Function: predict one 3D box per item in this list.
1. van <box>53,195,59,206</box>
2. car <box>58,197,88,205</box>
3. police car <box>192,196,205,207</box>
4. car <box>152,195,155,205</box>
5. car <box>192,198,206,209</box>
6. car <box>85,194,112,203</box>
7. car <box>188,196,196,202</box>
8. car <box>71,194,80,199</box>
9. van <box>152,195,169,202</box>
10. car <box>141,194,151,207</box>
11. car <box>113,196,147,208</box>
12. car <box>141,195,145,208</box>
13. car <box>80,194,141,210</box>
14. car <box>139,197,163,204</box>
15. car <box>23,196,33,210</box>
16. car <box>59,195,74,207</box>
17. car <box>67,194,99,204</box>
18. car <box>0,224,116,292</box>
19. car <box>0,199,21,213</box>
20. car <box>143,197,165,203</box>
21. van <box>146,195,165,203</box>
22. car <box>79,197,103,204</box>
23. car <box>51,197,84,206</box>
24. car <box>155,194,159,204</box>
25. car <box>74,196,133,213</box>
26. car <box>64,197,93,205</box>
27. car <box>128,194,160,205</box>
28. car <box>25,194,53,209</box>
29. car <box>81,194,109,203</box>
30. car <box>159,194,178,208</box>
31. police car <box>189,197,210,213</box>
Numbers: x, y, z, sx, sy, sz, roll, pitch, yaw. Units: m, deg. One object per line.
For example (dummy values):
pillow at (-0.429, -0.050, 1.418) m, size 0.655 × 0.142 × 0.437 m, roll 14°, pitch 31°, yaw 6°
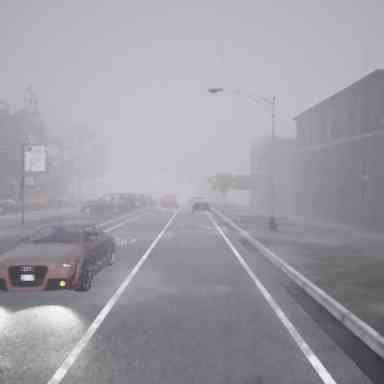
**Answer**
van at (-22.054, 1.296, 47.719) m, size 4.442 × 1.987 × 1.878 m, roll 0°, pitch 0°, yaw 0°
car at (-21.927, 1.676, 61.644) m, size 4.792 × 1.488 × 2.163 m, roll 0°, pitch -1°, yaw 0°
police car at (0.960, 1.525, 52.473) m, size 1.930 × 1.638 × 5.238 m, roll 0°, pitch -1°, yaw 0°
car at (-8.859, 1.574, 53.391) m, size 4.892 × 1.521 × 2.231 m, roll 0°, pitch -1°, yaw 0°
car at (0.962, 1.552, 46.354) m, size 1.837 × 1.490 × 4.892 m, roll 0°, pitch -1°, yaw 0°
car at (-21.955, 1.569, 78.232) m, size 5.566 × 2.045 × 2.435 m, roll 0°, pitch -1°, yaw 0°
car at (-0.023, 1.869, 87.202) m, size 1.994 × 1.385 × 4.181 m, roll 0°, pitch -1°, yaw 0°
car at (-21.762, 1.594, 56.074) m, size 5.366 × 1.575 × 1.946 m, roll 0°, pitch -1°, yaw 0°
van at (-8.811, 1.769, 92.634) m, size 4.442 × 1.987 × 1.878 m, roll 0°, pitch -1°, yaw 0°
car at (-8.885, 1.250, 44.984) m, size 5.566 × 2.045 × 2.435 m, roll 0°, pitch 0°, yaw 0°
car at (-8.827, 1.398, 47.784) m, size 4.553 × 1.767 × 2.185 m, roll 0°, pitch -1°, yaw 0°
car at (-8.862, 1.482, 42.177) m, size 4.892 × 1.521 × 2.231 m, roll 0°, pitch 0°, yaw 0°
car at (-8.885, 1.200, 36.574) m, size 5.566 × 2.045 × 2.435 m, roll 0°, pitch 0°, yaw 0°
car at (-8.890, 1.758, 73.013) m, size 5.008 × 1.535 × 2.097 m, roll 0°, pitch -1°, yaw 0°
car at (-21.938, 1.504, 39.368) m, size 4.674 × 1.452 × 2.002 m, roll 0°, pitch 0°, yaw 0°
car at (-21.942, 1.612, 53.288) m, size 4.674 × 1.452 × 2.002 m, roll 0°, pitch -1°, yaw 0°
car at (-21.938, 1.446, 67.215) m, size 5.566 × 2.045 × 2.435 m, roll 0°, pitch -1°, yaw 0°
car at (-3.352, 1.554, 8.767) m, size 1.994 × 1.385 × 4.181 m, roll 0°, pitch 0°, yaw 0°
car at (-21.941, 1.450, 36.581) m, size 5.008 × 1.535 × 2.097 m, roll 0°, pitch 0°, yaw 0°
car at (-8.934, 1.854, 78.615) m, size 4.792 × 1.488 × 2.163 m, roll 0°, pitch -1°, yaw 0°
van at (-8.793, 1.633, 81.422) m, size 4.442 × 1.987 × 1.878 m, roll 0°, pitch -1°, yaw 0°
car at (-21.972, 1.795, 72.659) m, size 4.674 × 1.452 × 2.002 m, roll 0°, pitch -1°, yaw 0°
car at (-21.946, 1.621, 58.860) m, size 5.008 × 1.535 × 2.097 m, roll 0°, pitch -1°, yaw 0°
car at (-8.867, 1.622, 58.997) m, size 5.008 × 1.535 × 2.097 m, roll 0°, pitch -1°, yaw 0°
car at (-8.851, 1.443, 33.772) m, size 4.892 × 1.521 × 2.231 m, roll 0°, pitch 0°, yaw 0°
car at (-21.990, 1.701, 64.429) m, size 4.792 × 1.488 × 2.163 m, roll 0°, pitch -1°, yaw 0°
car at (-8.905, 1.396, 61.803) m, size 5.566 × 2.045 × 2.435 m, roll 0°, pitch -1°, yaw 0°
car at (-21.906, 1.375, 44.937) m, size 4.553 × 1.767 × 2.185 m, roll 0°, pitch 0°, yaw 0°
car at (-21.950, 1.537, 75.570) m, size 5.566 × 2.045 × 2.435 m, roll 0°, pitch -1°, yaw 0°
car at (-3.337, 1.302, 50.601) m, size 2.150 × 2.045 × 5.566 m, roll 0°, pitch 0°, yaw 0°
police car at (0.965, 1.401, 36.446) m, size 1.930 × 1.638 × 5.238 m, roll 0°, pitch 0°, yaw 0°
